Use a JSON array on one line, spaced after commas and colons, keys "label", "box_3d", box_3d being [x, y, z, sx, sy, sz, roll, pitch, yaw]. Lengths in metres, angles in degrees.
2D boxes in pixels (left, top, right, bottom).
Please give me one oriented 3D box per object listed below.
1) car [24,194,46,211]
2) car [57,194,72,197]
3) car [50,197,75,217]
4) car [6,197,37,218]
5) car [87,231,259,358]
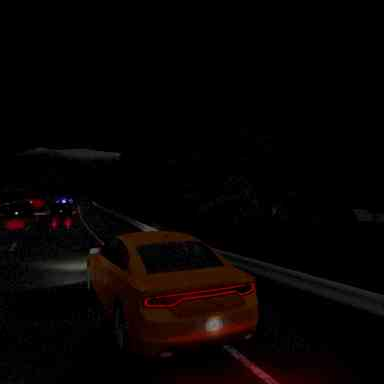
[{"label": "car", "box_3d": [-18.910, 1.221, 39.788, 2.150, 2.045, 5.566, 0, 0, -19]}, {"label": "car", "box_3d": [-15.793, 1.221, 41.313, 2.150, 2.045, 5.566, 0, 0, -19]}, {"label": "car", "box_3d": [-12.280, 1.491, 31.441, 2.128, 1.511, 4.902, 0, 0, -19]}, {"label": "car", "box_3d": [-15.403, 1.505, 29.913, 1.837, 1.490, 4.892, 0, 0, -20]}, {"label": "car", "box_3d": [-0.780, 1.478, 6.321, 1.882, 1.535, 5.008, 0, 0, -25]}]
